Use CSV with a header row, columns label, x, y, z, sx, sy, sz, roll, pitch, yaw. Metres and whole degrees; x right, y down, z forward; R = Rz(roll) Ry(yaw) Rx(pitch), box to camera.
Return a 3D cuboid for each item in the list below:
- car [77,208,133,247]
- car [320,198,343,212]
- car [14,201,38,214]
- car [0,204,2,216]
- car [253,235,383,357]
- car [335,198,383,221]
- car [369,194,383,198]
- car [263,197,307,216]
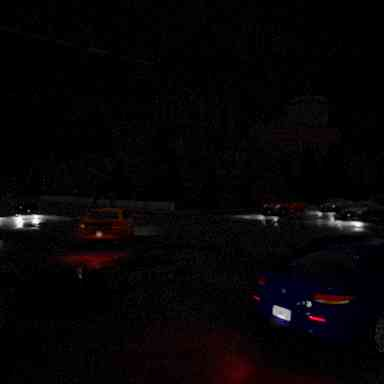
label,x,y,z,sx,sy,sz,roll,pitch,yaw
car,-3.804,1.470,15.147,1.882,1.535,5.008,1,0,-6
car,16.253,1.450,37.014,4.674,1.442,1.812,-1,1,-35
car,-17.526,1.592,35.083,1.895,1.301,4.718,0,0,-34
car,-18.792,1.521,30.640,1.812,1.442,4.674,0,0,-33
car,3.119,1.518,5.982,4.674,1.442,1.812,0,0,-36
car,13.885,1.486,26.782,4.674,1.442,1.812,0,0,-35
car,23.602,1.086,42.234,5.008,1.535,1.882,-4,2,-35
car,8.959,1.318,31.935,4.553,1.767,2.097,0,0,-34
